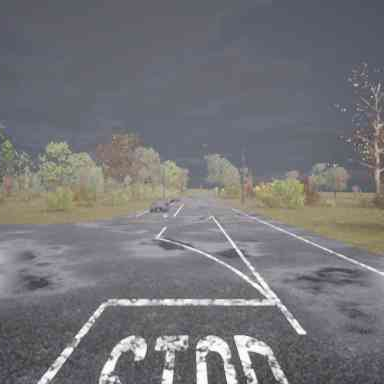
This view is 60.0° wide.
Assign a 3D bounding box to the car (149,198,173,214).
[{"bbox_3d":[-3.395,1.574,35.842,1.994,1.385,4.181,0,0,0],"label":"car"}]

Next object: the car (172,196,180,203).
[{"bbox_3d":[-3.382,1.526,69.068,2.033,1.411,5.357,0,0,0],"label":"car"}]
